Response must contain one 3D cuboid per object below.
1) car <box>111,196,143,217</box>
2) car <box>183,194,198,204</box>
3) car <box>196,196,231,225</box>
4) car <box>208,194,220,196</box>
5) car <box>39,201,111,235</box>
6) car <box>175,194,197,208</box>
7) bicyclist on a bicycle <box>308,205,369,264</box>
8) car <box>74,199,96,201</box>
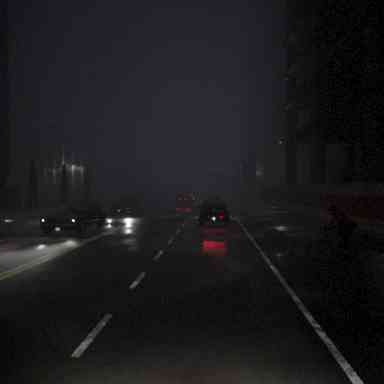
[{"bbox_3d":[-5.362,1.157,27.511,1.837,1.490,4.892,0,1,4],"label":"car"},{"bbox_3d":[-0.168,0.986,50.175,1.895,1.301,4.718,0,1,4],"label":"car"},{"bbox_3d":[1.444,1.241,21.634,1.837,1.490,4.892,0,1,4],"label":"car"},{"bbox_3d":[2.917,0.946,43.860,1.882,1.535,5.008,0,0,6],"label":"car"},{"bbox_3d":[-6.043,1.374,17.502,1.895,1.301,4.718,0,1,4],"label":"car"},{"bbox_3d":[-0.884,1.006,39.353,2.128,1.511,4.902,0,0,4],"label":"car"},{"bbox_3d":[4.056,1.194,9.220,1.656,1.620,0.582,0,1,4],"label":"bicyclist on a bicycle"},{"bbox_3d":[-8.814,1.264,27.122,2.033,1.411,5.357,0,1,4],"label":"car"}]
